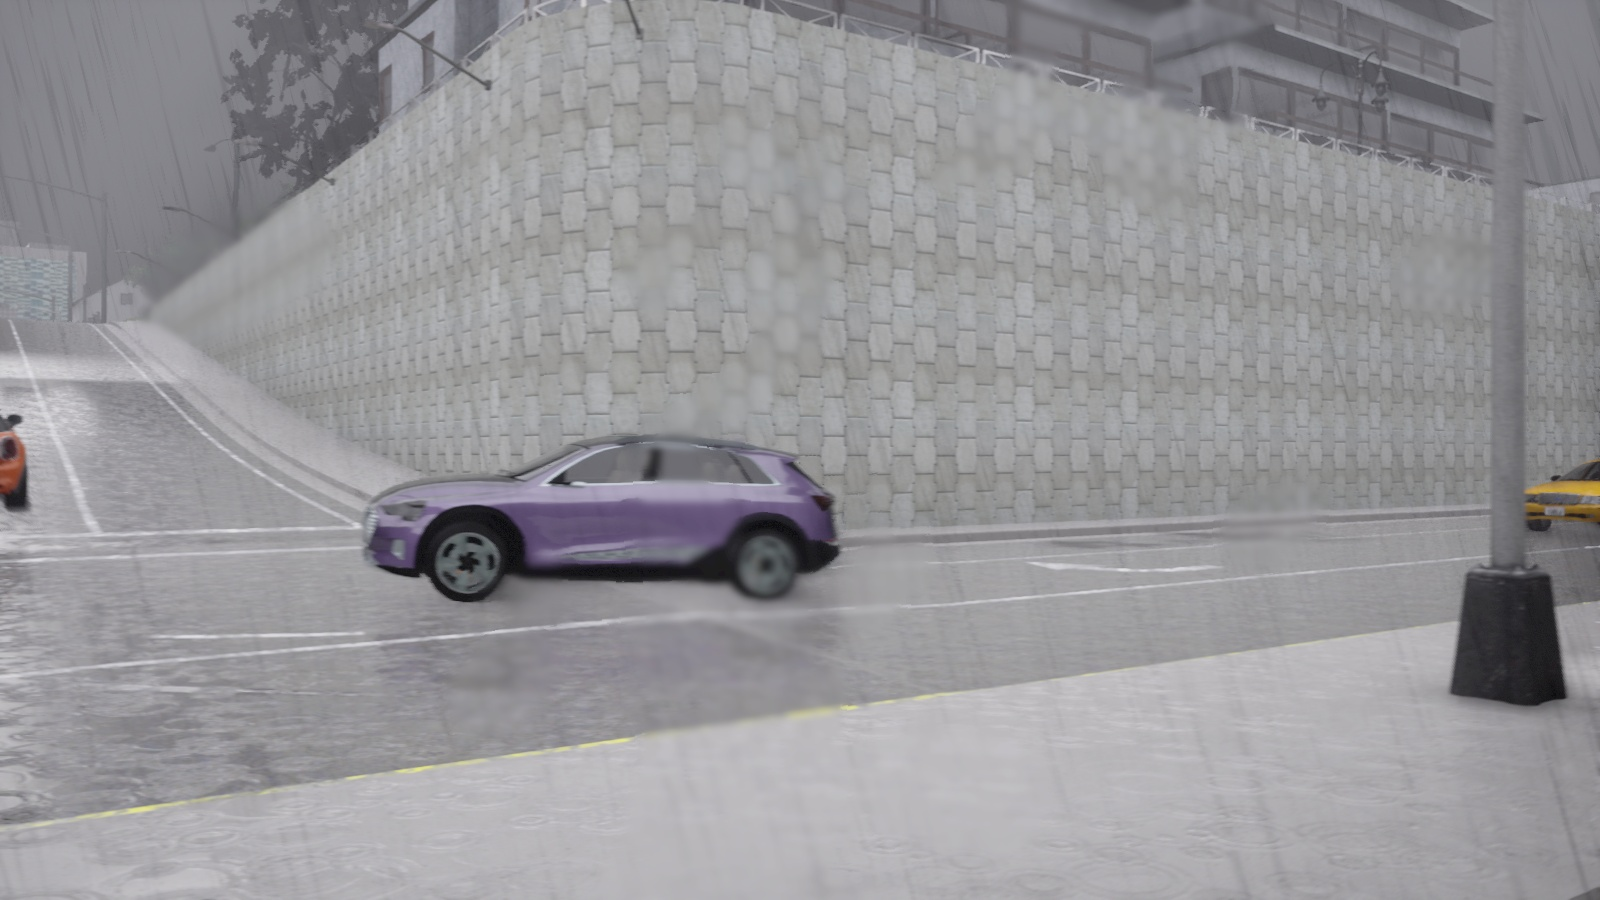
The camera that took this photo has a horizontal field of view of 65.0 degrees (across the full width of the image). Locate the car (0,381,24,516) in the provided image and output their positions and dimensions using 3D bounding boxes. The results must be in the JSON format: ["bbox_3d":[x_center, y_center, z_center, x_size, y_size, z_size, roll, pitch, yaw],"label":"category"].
[{"bbox_3d":[-13.802,-0.127,20.104,2.097,1.767,4.553,0,6,-35],"label":"car"}]

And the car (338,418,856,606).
[{"bbox_3d":[-2.099,0.643,12.887,4.856,1.649,2.033,3,0,-21],"label":"car"}]

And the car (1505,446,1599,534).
[{"bbox_3d":[16.080,0.710,24.598,5.366,1.575,1.801,0,0,-35],"label":"car"}]
